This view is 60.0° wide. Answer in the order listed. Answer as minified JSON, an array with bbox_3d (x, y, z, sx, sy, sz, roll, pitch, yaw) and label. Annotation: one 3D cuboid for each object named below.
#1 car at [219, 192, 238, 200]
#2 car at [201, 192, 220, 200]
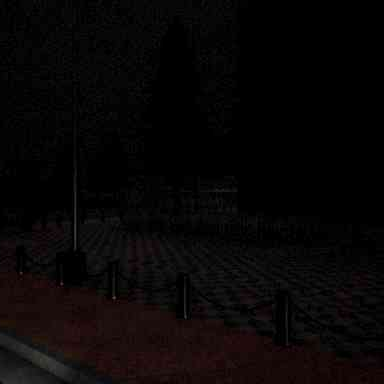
[{"bbox_3d":[9.593,1.373,84.710,3.633,1.501,1.845,0,0,35],"label":"car"},{"bbox_3d":[5.235,1.383,91.415,3.806,1.475,1.970,0,0,35],"label":"car"}]
